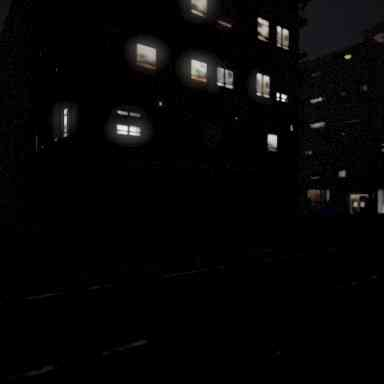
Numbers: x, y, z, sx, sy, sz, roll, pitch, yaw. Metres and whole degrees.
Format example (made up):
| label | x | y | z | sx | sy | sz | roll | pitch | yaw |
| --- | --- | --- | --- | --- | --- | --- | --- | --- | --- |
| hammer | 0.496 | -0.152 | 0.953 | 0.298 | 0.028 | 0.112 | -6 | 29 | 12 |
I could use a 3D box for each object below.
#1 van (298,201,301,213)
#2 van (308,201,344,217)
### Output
| label | x | y | z | sx | sy | sz | roll | pitch | yaw |
| --- | --- | --- | --- | --- | --- | --- | --- | --- | --- |
| van | 12.080 | 2.010 | 42.970 | 1.690 | 1.788 | 3.998 | -1 | 0 | -36 |
| van | 15.394 | 1.937 | 38.454 | 1.690 | 1.788 | 3.998 | -1 | 0 | -36 |
